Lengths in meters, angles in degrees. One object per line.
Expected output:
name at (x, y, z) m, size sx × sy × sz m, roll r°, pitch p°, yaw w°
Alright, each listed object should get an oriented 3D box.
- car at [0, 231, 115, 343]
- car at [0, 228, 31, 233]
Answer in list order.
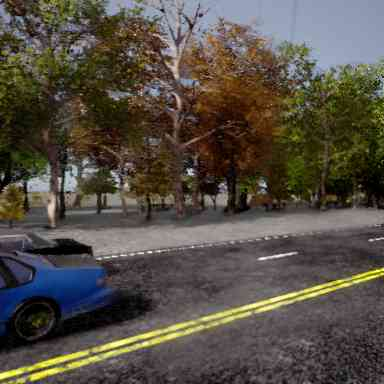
car at (-3.920, 1.547, 4.883) m, size 5.357 × 1.411 × 2.033 m, roll 0°, pitch 0°, yaw -35°
car at (-4.997, 1.602, 8.105) m, size 4.718 × 1.301 × 1.895 m, roll 0°, pitch 0°, yaw -35°
